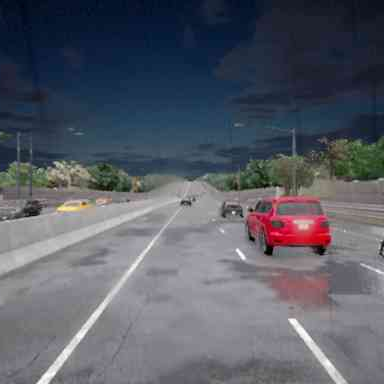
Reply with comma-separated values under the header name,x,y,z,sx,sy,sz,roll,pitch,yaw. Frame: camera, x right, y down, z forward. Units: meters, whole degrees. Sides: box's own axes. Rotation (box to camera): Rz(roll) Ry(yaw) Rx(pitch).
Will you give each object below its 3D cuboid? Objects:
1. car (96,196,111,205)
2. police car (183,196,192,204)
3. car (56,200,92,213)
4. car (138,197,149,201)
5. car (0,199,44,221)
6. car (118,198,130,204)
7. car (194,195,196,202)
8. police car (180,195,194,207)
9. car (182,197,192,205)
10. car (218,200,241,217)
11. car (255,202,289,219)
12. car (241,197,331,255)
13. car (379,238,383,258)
name,x,y,z,sx,sy,sz,roll,pitch,yaw
car,-17.473,1.653,65.893,2.097,1.767,4.553,0,-1,0
police car,-1.013,1.808,73.049,1.930,1.638,5.238,0,-1,0
car,-10.580,1.533,30.119,1.882,1.535,5.008,0,0,0
car,-10.464,1.765,71.728,1.837,1.490,4.892,0,-1,0
car,-14.081,1.393,27.317,2.097,1.767,4.553,0,0,0
car,-13.966,1.882,68.469,1.994,1.385,4.181,0,-1,0
car,0.046,1.969,91.438,1.882,1.535,5.008,0,-1,0
police car,-1.021,1.649,57.036,1.930,1.638,5.238,0,-1,0
car,-1.016,1.794,66.933,1.882,1.535,5.008,0,-1,0
car,3.616,1.566,31.317,1.837,1.490,4.892,0,0,0
car,7.116,1.655,30.088,1.895,1.301,4.718,0,0,0
car,3.608,1.216,13.435,2.150,2.045,5.566,0,0,0
car,7.105,1.555,9.163,1.994,1.385,4.181,0,0,0
